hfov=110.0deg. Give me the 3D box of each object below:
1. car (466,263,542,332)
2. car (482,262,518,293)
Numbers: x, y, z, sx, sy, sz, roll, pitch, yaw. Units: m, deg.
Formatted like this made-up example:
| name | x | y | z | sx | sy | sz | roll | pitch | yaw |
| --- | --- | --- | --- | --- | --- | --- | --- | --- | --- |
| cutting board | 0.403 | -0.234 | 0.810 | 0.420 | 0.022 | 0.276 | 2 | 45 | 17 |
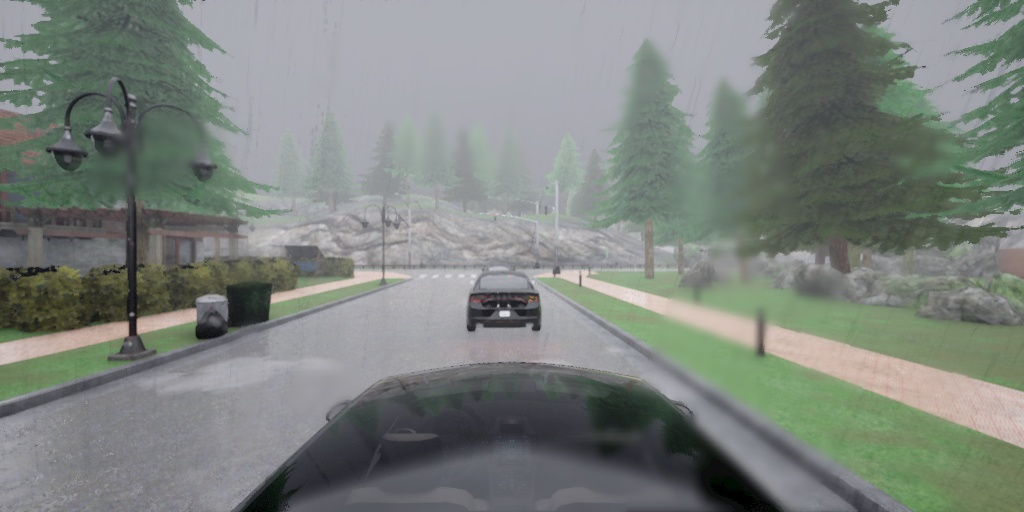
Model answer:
| name | x | y | z | sx | sy | sz | roll | pitch | yaw |
| --- | --- | --- | --- | --- | --- | --- | --- | --- | --- |
| car | -0.272 | 1.154 | 10.682 | 1.882 | 1.535 | 5.008 | 0 | 0 | -3 |
| car | -0.744 | 1.123 | 20.353 | 1.812 | 1.442 | 4.674 | 0 | 0 | -3 |
